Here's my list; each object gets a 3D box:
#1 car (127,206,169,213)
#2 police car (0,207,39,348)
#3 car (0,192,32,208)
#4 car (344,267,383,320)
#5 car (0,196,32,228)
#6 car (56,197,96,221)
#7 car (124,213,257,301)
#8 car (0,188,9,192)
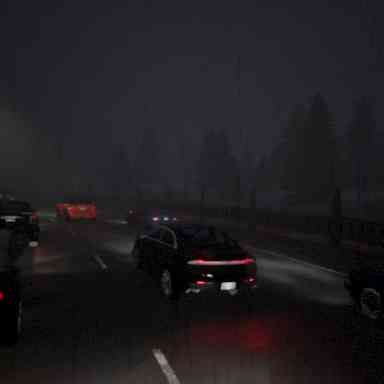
[{"bbox_3d":[-2.810,1.617,22.011,2.033,1.411,5.357,3,-1,-30],"label":"car"},{"bbox_3d":[-3.903,1.287,5.886,1.930,1.638,5.238,3,-1,-22],"label":"police car"},{"bbox_3d":[-8.057,1.091,14.899,2.097,1.767,4.553,3,-1,-28],"label":"car"},{"bbox_3d":[4.857,1.894,5.350,1.895,1.301,4.718,3,-1,-20],"label":"car"},{"bbox_3d":[-11.125,1.095,20.357,1.801,1.575,5.366,3,-1,-31],"label":"car"},{"bbox_3d":[-8.746,1.153,24.973,2.097,1.767,4.553,3,-1,-32],"label":"car"},{"bbox_3d":[-0.208,1.564,8.642,2.128,1.511,4.902,3,-1,-22],"label":"car"},{"bbox_3d":[-21.364,0.502,36.163,2.150,2.045,5.566,3,-1,-42],"label":"car"}]
